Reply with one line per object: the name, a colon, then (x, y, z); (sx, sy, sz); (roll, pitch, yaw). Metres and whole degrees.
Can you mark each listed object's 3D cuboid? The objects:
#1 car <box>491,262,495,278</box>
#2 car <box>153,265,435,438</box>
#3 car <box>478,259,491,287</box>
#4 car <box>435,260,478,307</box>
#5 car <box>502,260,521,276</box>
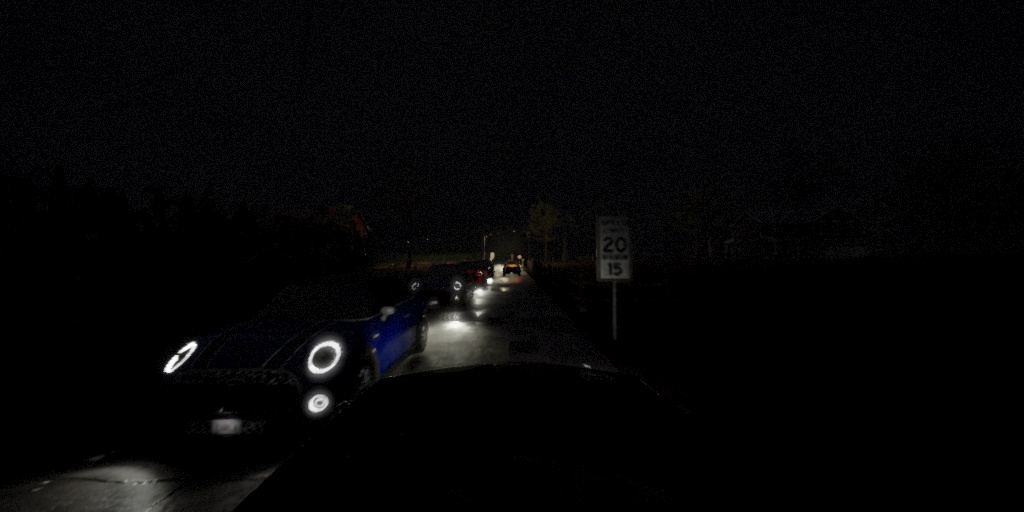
car: (-2.809, 1.157, 35.106); (2.097, 1.767, 4.553); (0, 0, 0)
car: (-2.849, 1.113, 5.820); (2.097, 1.767, 4.553); (0, 0, 0)
car: (-2.853, 1.140, 25.081); (2.097, 1.767, 4.553); (0, 0, 0)
car: (-2.850, 1.126, 15.399); (2.097, 1.767, 4.553); (0, 0, 0)
car: (-0.038, 1.408, 37.741); (1.895, 1.301, 4.718); (0, 0, 0)
